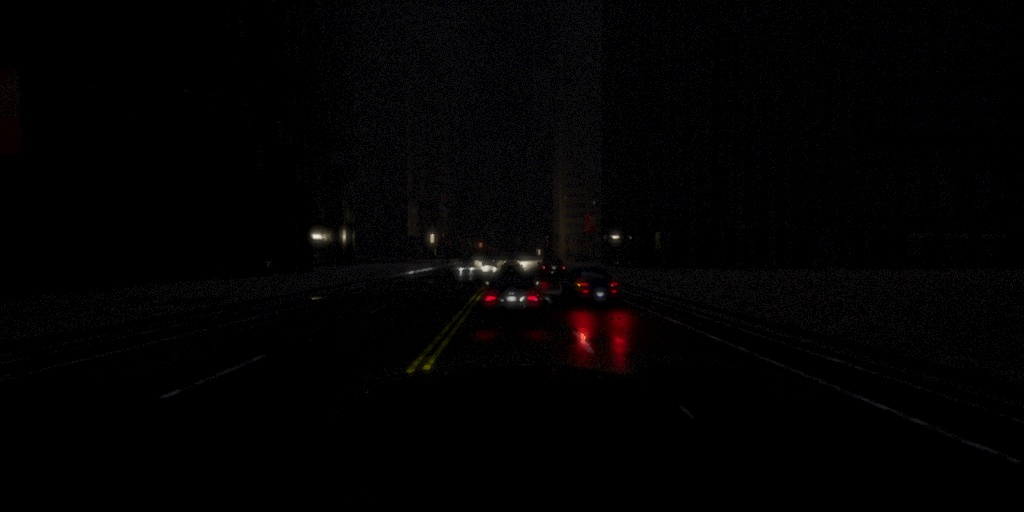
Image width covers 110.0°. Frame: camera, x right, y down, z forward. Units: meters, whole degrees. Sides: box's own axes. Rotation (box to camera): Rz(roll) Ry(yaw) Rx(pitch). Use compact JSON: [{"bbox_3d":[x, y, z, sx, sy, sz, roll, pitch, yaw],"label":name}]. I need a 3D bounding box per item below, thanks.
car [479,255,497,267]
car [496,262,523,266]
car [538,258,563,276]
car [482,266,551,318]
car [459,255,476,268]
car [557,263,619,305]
[{"bbox_3d":[-3.437,0.776,54.256,2.097,1.767,4.553,0,1,0],"label":"car"},{"bbox_3d":[-0.014,1.155,29.943,1.994,1.385,4.181,0,0,0],"label":"car"},{"bbox_3d":[3.236,0.943,29.690,2.097,1.767,4.553,0,0,0],"label":"car"},{"bbox_3d":[0.005,1.239,12.626,2.033,1.411,5.357,0,0,0],"label":"car"},{"bbox_3d":[-6.688,0.935,53.824,1.837,1.490,4.892,0,0,0],"label":"car"},{"bbox_3d":[3.273,1.201,15.544,1.812,1.442,4.674,0,1,0],"label":"car"}]
